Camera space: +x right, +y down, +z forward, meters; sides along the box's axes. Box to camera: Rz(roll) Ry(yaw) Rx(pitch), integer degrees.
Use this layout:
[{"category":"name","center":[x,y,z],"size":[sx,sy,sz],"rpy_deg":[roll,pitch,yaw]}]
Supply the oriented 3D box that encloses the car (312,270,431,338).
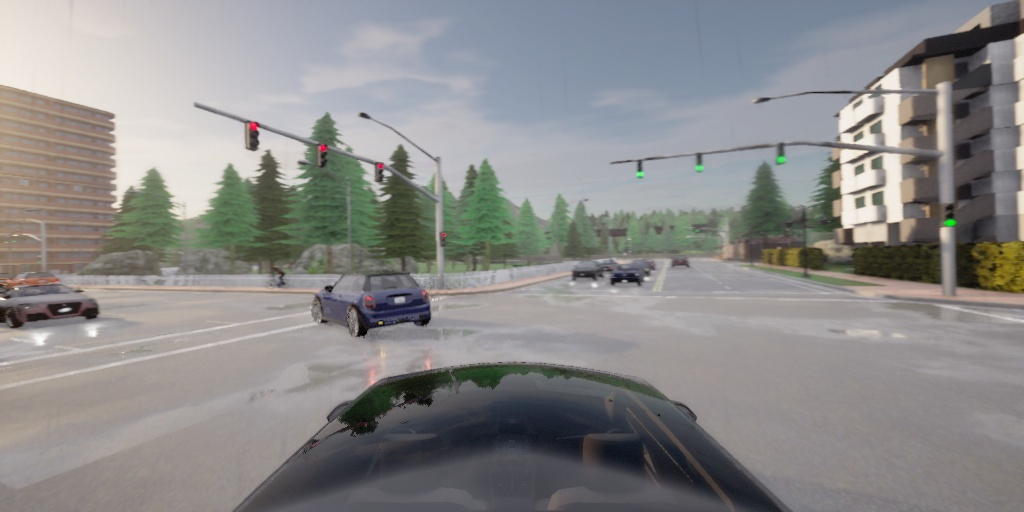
[{"category":"car","center":[-4.441,1.225,11.009],"size":[2.097,1.767,4.553],"rpy_deg":[-2,0,-44]}]

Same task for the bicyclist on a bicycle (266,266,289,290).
[{"category":"bicyclist on a bicycle","center":[-16.127,1.486,24.671],"size":[0.582,1.620,1.656],"rpy_deg":[-1,0,22]}]

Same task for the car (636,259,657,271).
[{"category":"car","center":[15.626,1.000,41.559],"size":[1.895,1.301,4.718],"rpy_deg":[-1,0,24]}]

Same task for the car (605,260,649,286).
[{"category":"car","center":[7.615,1.182,23.487],"size":[1.895,1.301,4.718],"rpy_deg":[-1,0,24]}]

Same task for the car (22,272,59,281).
[{"category":"car","center":[-41.286,2.178,30.875],"size":[4.553,1.767,2.097],"rpy_deg":[-1,0,23]}]

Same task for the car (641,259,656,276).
[{"category":"car","center":[11.509,1.040,32.318],"size":[2.033,1.411,5.357],"rpy_deg":[-1,0,24]}]

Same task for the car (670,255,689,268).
[{"category":"car","center":[21.720,0.602,46.418],"size":[2.097,1.767,4.553],"rpy_deg":[-1,0,24]}]

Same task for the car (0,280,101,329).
[{"category":"car","center":[-17.605,1.772,13.406],"size":[4.181,1.385,1.994],"rpy_deg":[-1,0,22]}]

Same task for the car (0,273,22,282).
[{"category":"car","center":[-25.597,1.766,16.691],"size":[4.553,1.767,2.097],"rpy_deg":[-1,0,22]}]

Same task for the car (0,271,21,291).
[{"category":"car","center":[-49.464,2.389,34.177],"size":[4.553,1.767,2.097],"rpy_deg":[-1,0,22]}]

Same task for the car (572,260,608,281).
[{"category":"car","center":[6.183,1.101,28.877],"size":[1.882,1.535,5.008],"rpy_deg":[-1,0,24]}]
